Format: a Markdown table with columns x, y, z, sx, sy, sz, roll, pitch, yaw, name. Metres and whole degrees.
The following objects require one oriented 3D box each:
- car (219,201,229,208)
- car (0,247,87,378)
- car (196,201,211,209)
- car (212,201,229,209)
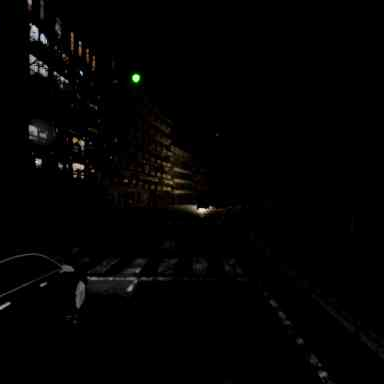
| x | y | z | sx | sy | sz | roll | pitch | yaw | name |
| --- | --- | --- | --- | --- | --- | --- | --- | --- | --- |
| 7.321 | 2.848 | 76.198 | 1.994 | 1.385 | 4.181 | 0 | -1 | 11 | car |
| -3.062 | 1.574 | 4.885 | 1.837 | 1.490 | 4.892 | 0 | 0 | 1 | car |
| 2.045 | 2.613 | 63.941 | 1.994 | 1.385 | 4.181 | 0 | -1 | 9 | car |
| 5.719 | 2.605 | 66.362 | 1.837 | 1.490 | 4.892 | 0 | -1 | 9 | car |
